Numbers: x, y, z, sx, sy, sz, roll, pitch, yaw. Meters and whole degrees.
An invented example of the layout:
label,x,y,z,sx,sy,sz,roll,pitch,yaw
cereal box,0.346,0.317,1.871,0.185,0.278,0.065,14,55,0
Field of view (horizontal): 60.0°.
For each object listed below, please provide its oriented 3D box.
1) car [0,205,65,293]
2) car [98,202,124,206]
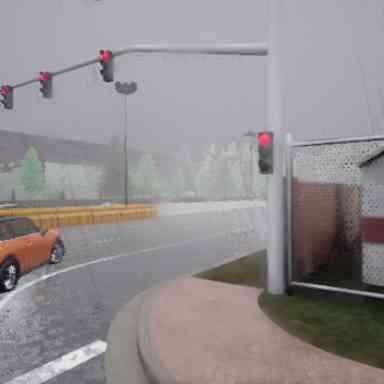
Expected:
label,x,y,z,sx,sy,sz,roll,pitch,yaw
car,-5.222,1.413,9.121,2.097,1.767,4.553,0,0,-3
car,-8.104,1.706,32.459,1.812,1.442,4.674,0,0,34
